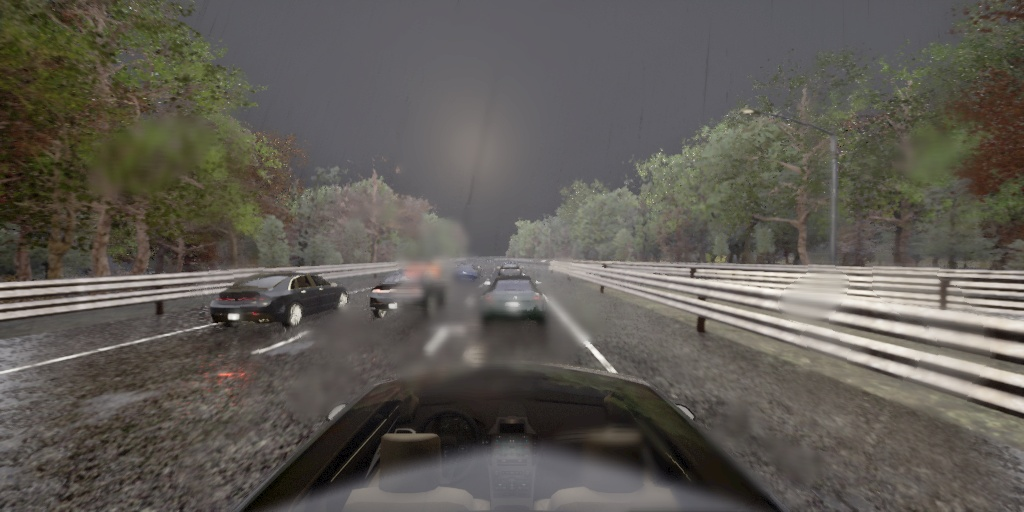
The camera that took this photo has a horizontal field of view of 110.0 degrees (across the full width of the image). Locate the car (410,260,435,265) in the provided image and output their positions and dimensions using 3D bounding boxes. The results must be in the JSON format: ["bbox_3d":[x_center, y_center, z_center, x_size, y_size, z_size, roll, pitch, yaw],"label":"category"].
[{"bbox_3d":[-7.169,1.135,29.311,2.097,1.767,4.553,0,0,-1],"label":"car"}]

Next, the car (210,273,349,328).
[{"bbox_3d":[-6.944,1.265,11.367,1.837,1.490,4.892,0,0,0],"label":"car"}]

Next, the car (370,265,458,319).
[{"bbox_3d":[-3.454,1.251,12.867,2.128,1.511,4.902,0,0,0],"label":"car"}]

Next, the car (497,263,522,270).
[{"bbox_3d":[-0.169,1.272,29.416,2.128,1.511,4.902,0,0,-1],"label":"car"}]

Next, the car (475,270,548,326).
[{"bbox_3d":[0.053,1.322,11.795,1.994,1.385,4.181,0,0,0],"label":"car"}]

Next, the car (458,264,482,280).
[{"bbox_3d":[-3.687,1.348,30.270,1.994,1.385,4.181,0,0,-1],"label":"car"}]
